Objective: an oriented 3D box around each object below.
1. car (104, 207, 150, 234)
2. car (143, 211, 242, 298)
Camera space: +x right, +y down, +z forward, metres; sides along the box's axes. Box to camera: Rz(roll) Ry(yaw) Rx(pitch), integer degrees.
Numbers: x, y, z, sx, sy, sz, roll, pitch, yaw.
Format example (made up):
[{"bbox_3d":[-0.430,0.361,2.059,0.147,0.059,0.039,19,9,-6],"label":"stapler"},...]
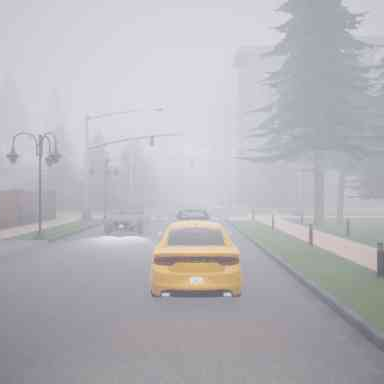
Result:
[{"bbox_3d":[-3.586,1.564,18.877,1.994,1.385,4.181,0,0,0],"label":"car"},{"bbox_3d":[0.082,1.478,8.596,1.882,1.535,5.008,0,0,0],"label":"car"}]
